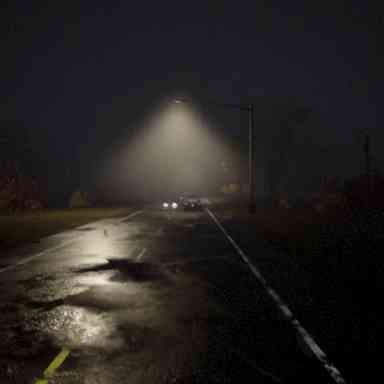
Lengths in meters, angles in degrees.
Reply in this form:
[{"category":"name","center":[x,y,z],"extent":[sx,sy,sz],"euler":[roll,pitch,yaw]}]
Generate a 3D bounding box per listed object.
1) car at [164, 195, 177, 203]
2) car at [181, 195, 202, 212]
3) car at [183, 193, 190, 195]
[{"category":"car","center":[-3.581,1.206,55.850],"extent":[1.895,1.301,4.718],"euler":[0,0,1]},{"category":"car","center":[0.073,1.312,35.353],"extent":[1.994,1.385,4.181],"euler":[0,0,0]},{"category":"car","center":[-0.008,1.192,47.074],"extent":[1.812,1.442,4.674],"euler":[0,1,0]}]
